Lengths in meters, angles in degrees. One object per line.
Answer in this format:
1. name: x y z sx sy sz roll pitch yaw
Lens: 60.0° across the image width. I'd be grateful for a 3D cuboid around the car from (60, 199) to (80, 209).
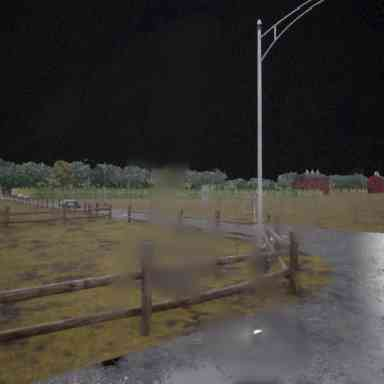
1. car: -18.418 1.770 50.153 2.033 1.411 5.357 -1 1 -35
